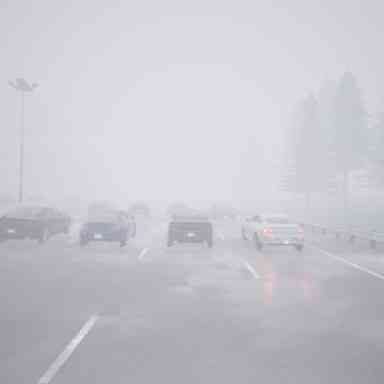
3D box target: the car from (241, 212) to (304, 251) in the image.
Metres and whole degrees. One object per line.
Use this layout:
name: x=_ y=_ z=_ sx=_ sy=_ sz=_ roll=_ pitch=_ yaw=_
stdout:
car: x=3.407 y=1.616 z=14.540 sx=1.812 sy=1.442 sz=4.674 roll=1 pitch=0 yaw=-2

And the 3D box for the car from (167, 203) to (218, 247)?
car: x=-0.126 y=1.502 z=15.350 sx=1.882 sy=1.535 sz=5.008 roll=1 pitch=0 yaw=-2

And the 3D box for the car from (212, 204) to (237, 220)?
car: x=2.443 y=1.698 z=28.630 sx=1.895 sy=1.301 sz=4.718 roll=1 pitch=0 yaw=-5

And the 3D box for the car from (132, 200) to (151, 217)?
car: x=-4.804 y=1.488 z=30.529 sx=1.812 sy=1.442 sz=4.674 roll=1 pitch=0 yaw=-6

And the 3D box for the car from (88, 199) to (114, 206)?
car: x=-8.354 y=1.374 z=30.869 sx=1.882 sy=1.535 sz=5.008 roll=1 pitch=0 yaw=-6

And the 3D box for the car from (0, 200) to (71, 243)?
car: x=-7.125 y=1.370 z=15.422 sx=1.882 sy=1.535 sz=5.008 roll=1 pitch=0 yaw=-2

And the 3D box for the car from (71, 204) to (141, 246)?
car: x=-3.612 y=1.483 z=14.820 sx=1.812 sy=1.442 sz=4.674 roll=1 pitch=0 yaw=-2
